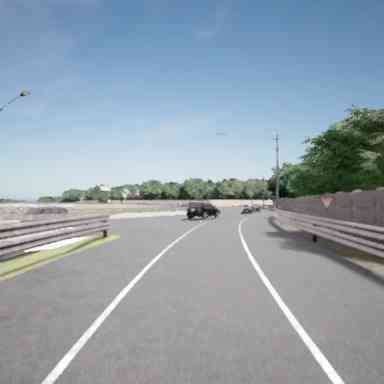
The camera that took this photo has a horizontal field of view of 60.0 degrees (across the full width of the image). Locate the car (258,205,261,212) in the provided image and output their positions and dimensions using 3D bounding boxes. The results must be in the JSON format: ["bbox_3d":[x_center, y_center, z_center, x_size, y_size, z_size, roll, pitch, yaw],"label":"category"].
[{"bbox_3d":[14.386,3.558,74.962,2.097,1.767,4.553,0,-2,10],"label":"car"}]

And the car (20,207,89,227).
[{"bbox_3d":[-9.754,1.834,23.984,2.097,1.767,4.553,-1,-2,41],"label":"car"}]

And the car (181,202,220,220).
[{"bbox_3d":[1.375,2.258,39.706,2.150,2.045,5.566,0,-2,30],"label":"car"}]

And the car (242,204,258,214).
[{"bbox_3d":[10.155,3.223,59.382,1.812,1.442,4.674,0,-2,19],"label":"car"}]
